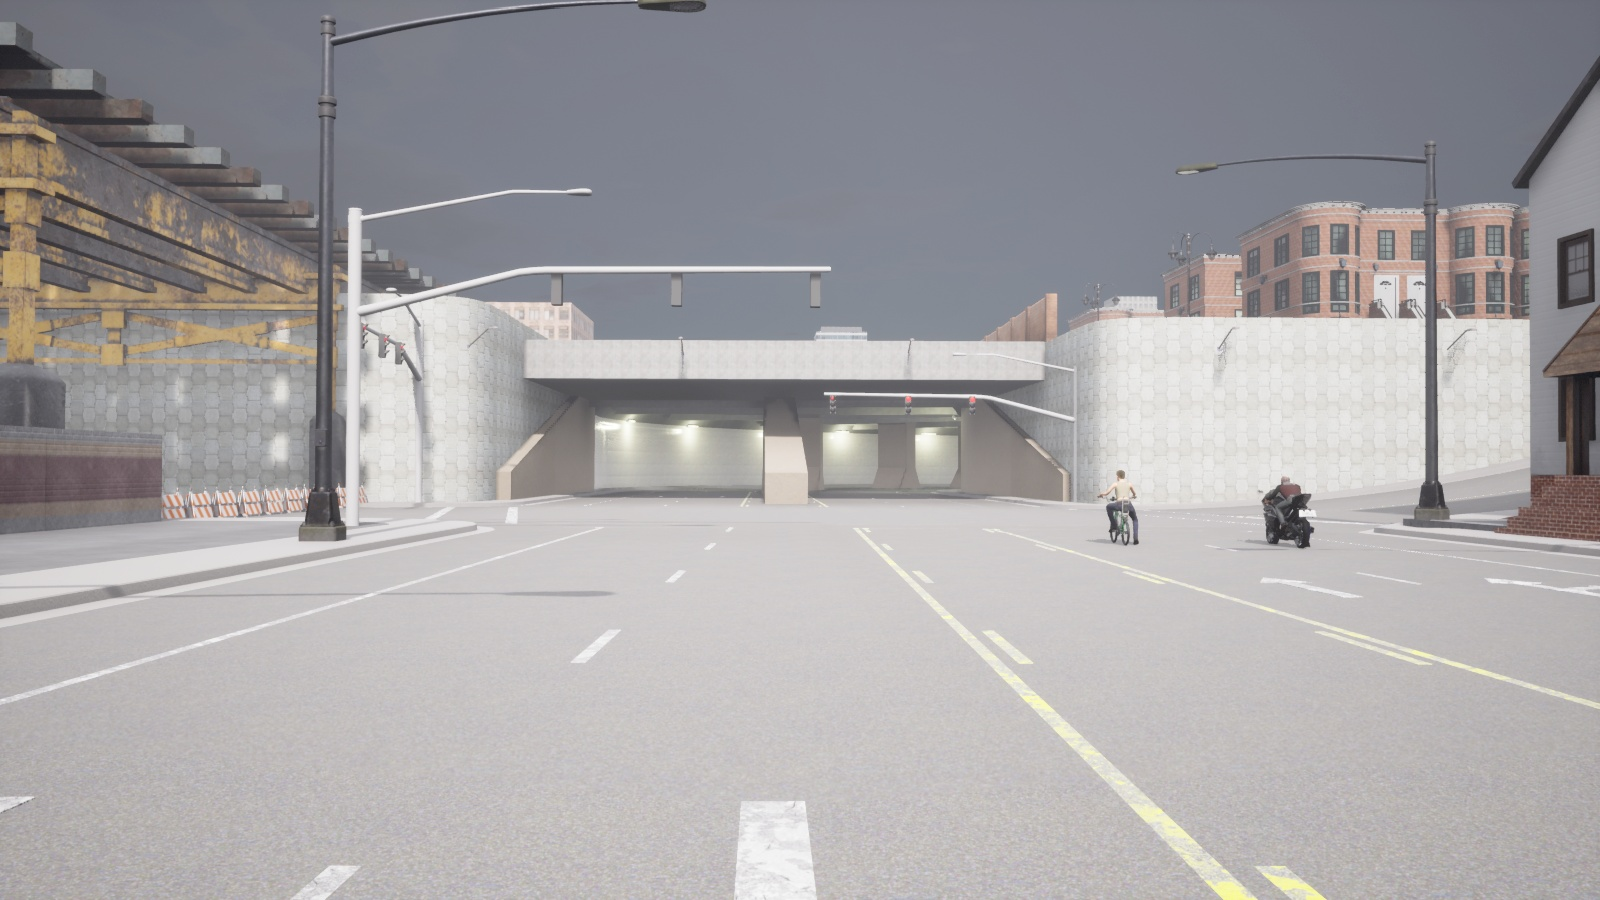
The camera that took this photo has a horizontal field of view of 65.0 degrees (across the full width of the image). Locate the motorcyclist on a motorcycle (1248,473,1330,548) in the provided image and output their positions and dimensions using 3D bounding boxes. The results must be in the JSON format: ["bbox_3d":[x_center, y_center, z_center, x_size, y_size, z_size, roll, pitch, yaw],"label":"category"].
[{"bbox_3d":[10.422,1.258,26.851,0.866,1.530,2.191,0,-1,0],"label":"motorcyclist on a motorcycle"}]

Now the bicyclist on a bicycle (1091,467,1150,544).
[{"bbox_3d":[6.927,1.179,27.175,0.866,1.612,1.509,0,-1,-1],"label":"bicyclist on a bicycle"}]
